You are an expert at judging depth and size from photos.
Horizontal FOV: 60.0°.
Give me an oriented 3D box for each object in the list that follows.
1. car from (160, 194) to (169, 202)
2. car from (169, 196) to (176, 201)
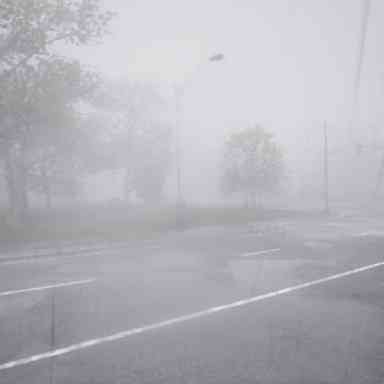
[{"bbox_3d":[-6.324,1.088,55.113,1.994,1.385,4.181,-2,1,-39],"label":"car"},{"bbox_3d":[-4.874,1.021,58.909,1.895,1.301,4.718,-2,1,-38],"label":"car"}]
